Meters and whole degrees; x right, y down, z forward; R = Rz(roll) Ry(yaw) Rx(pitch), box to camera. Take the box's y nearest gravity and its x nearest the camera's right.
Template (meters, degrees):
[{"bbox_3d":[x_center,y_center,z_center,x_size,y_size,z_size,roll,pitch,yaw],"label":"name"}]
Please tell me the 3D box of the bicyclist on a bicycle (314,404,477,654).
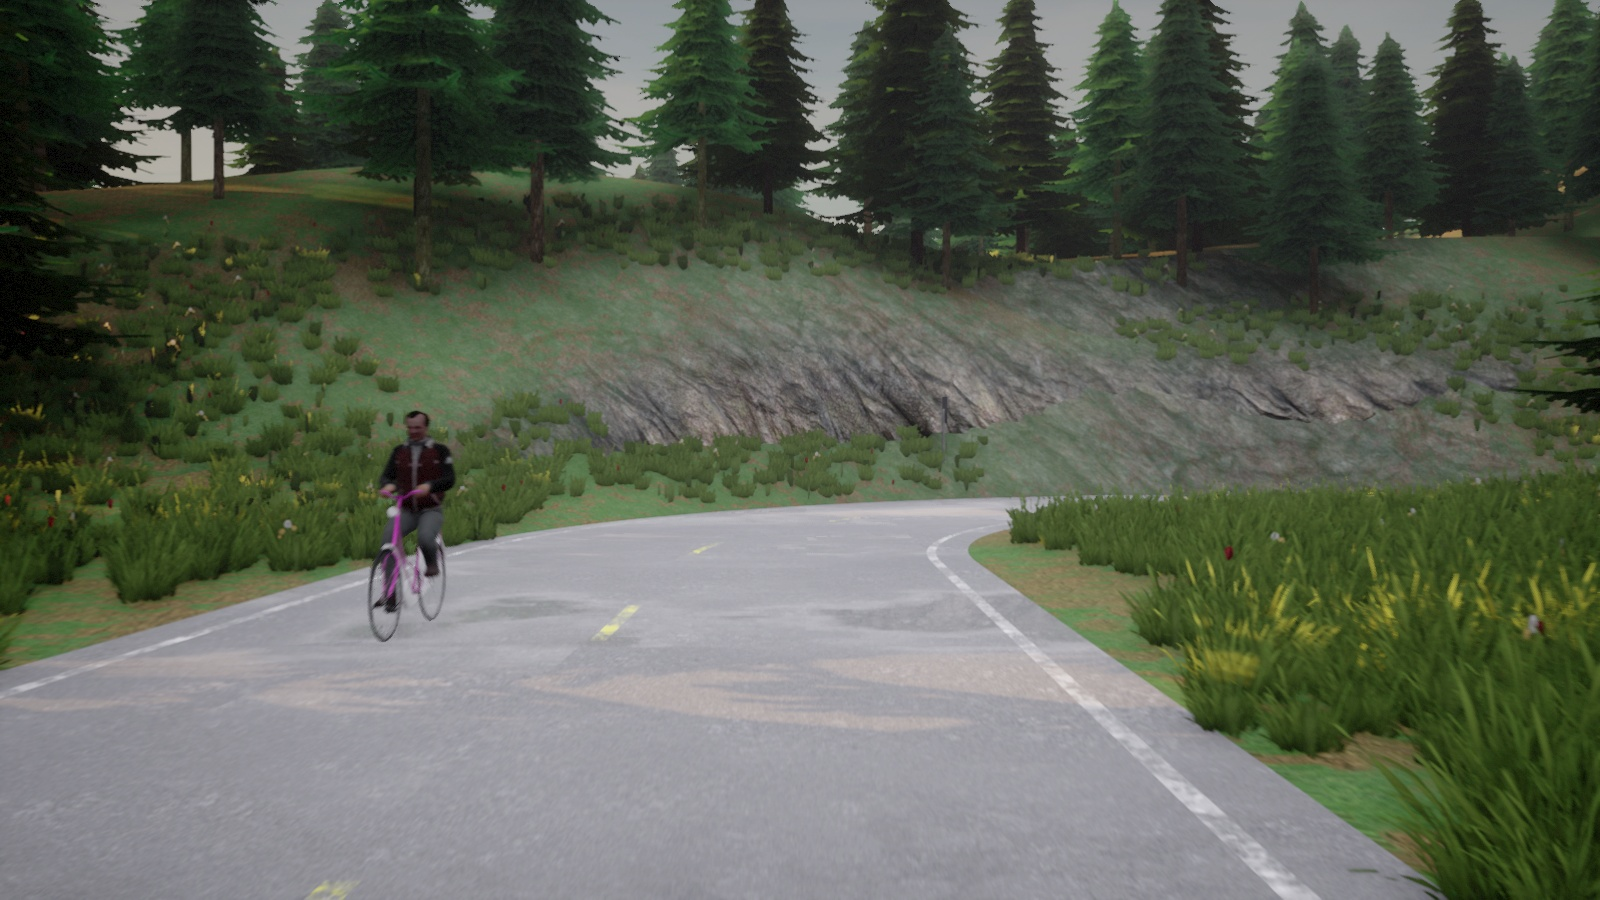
[{"bbox_3d":[-3.108,0.559,9.830,0.659,1.776,1.843,0,0,1],"label":"bicyclist on a bicycle"}]
